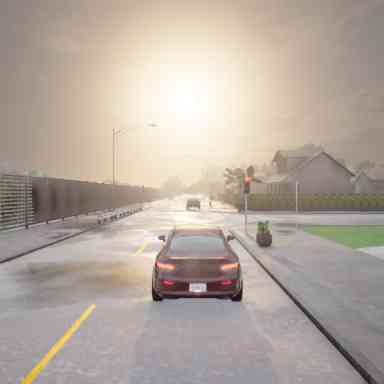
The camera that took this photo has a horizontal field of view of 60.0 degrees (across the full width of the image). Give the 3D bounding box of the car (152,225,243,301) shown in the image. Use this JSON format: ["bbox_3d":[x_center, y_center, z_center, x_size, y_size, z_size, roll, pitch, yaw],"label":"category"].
[{"bbox_3d":[0.109,1.526,8.177,1.812,1.442,4.674,0,0,0],"label":"car"}]

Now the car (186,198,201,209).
[{"bbox_3d":[0.186,1.505,44.101,1.837,1.490,4.892,0,0,0],"label":"car"}]
